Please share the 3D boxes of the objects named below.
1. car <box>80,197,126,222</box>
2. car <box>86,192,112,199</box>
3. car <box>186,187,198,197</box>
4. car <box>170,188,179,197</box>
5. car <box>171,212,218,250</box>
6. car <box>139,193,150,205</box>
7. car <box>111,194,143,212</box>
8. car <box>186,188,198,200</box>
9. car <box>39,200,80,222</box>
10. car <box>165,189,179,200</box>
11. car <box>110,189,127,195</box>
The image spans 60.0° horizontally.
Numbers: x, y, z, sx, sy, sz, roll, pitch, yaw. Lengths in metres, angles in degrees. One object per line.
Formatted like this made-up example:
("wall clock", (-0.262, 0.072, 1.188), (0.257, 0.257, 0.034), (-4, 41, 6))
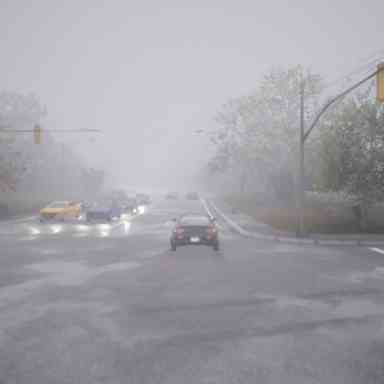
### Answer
("car", (-7.078, 1.485, 27.112), (1.882, 1.535, 5.008), (0, 1, 1))
("car", (-10.573, 1.196, 35.839), (2.097, 1.767, 4.553), (0, 1, 0))
("car", (-0.074, -0.109, 66.901), (2.097, 1.767, 4.553), (0, 3, -3))
("car", (-3.582, 0.048, 66.793), (1.812, 1.442, 4.674), (0, 3, -3))
("car", (0.105, 1.563, 14.343), (1.812, 1.442, 4.674), (0, 0, 0))
("car", (-7.008, 0.958, 46.634), (2.128, 1.511, 4.902), (0, 3, 1))
("car", (-7.074, 1.316, 36.583), (2.128, 1.511, 4.902), (0, 2, 0))
("car", (0.016, 0.537, 57.186), (1.994, 1.385, 4.181), (0, 3, 0))
("car", (-10.589, 1.486, 26.983), (1.882, 1.535, 5.008), (0, 1, 0))
("car", (-3.483, 0.588, 56.895), (1.895, 1.301, 4.718), (0, 3, 0))
("car", (-10.508, 0.693, 46.487), (2.150, 2.045, 5.566), (0, 3, 0))
